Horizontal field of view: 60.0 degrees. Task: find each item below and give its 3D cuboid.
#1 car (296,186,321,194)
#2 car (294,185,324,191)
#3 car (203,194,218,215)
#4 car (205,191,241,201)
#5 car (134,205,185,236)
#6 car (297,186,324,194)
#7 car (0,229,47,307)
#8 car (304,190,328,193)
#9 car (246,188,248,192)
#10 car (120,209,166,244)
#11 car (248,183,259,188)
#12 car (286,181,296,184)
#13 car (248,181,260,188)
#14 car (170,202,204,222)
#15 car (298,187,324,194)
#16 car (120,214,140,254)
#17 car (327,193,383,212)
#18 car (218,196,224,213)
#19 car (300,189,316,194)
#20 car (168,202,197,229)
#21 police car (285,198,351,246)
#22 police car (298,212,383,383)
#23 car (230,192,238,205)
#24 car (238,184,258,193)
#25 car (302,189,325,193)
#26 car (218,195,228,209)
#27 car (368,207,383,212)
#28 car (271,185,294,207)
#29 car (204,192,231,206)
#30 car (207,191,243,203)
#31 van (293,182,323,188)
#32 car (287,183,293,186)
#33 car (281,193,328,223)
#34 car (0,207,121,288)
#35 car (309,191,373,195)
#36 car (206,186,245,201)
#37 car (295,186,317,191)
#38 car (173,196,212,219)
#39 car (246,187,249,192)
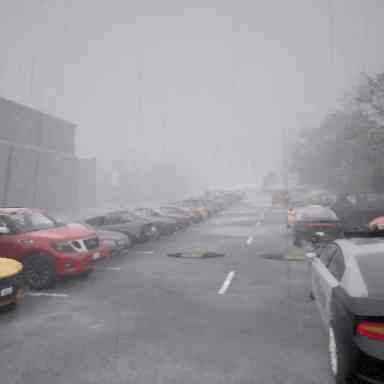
[{"bbox_3d":[17.694,0.389,47.045,4.792,1.488,2.163,-2,2,14],"label":"car"},{"bbox_3d":[19.063,0.116,52.569,4.674,1.452,2.002,-2,2,14],"label":"car"},{"bbox_3d":[-0.468,1.417,28.594,4.553,1.767,2.185,-2,1,14],"label":"car"},{"bbox_3d":[3.608,1.057,44.809,4.892,1.521,2.231,-2,2,14],"label":"car"},{"bbox_3d":[-3.242,1.694,17.802,5.008,1.535,2.097,-2,0,14],"label":"car"},{"bbox_3d":[17.161,0.478,44.301,5.366,1.575,1.946,-2,2,14],"label":"car"},{"bbox_3d":[-5.988,1.730,7.007,5.008,1.535,2.097,-2,0,14],"label":"car"},{"bbox_3d":[14.270,0.886,33.660,5.008,1.535,2.097,-2,1,14],"label":"car"},{"bbox_3d":[6.373,0.564,55.599,4.792,1.488,2.163,-2,2,14],"label":"car"},{"bbox_3d":[-3.951,1.742,15.107,4.792,1.488,2.163,-2,0,14],"label":"car"},{"bbox_3d":[14.745,-0.729,89.949,5.008,1.535,2.097,-2,3,14],"label":"car"},{"bbox_3d":[26.789,-1.149,84.155,4.553,1.767,2.185,-2,3,14],"label":"car"},{"bbox_3d":[15.431,-1.144,92.618,5.566,2.045,2.435,-2,3,14],"label":"car"},{"bbox_3d":[-1.859,1.675,23.207,4.674,1.452,2.002,-2,0,14],"label":"car"},{"bbox_3d":[16.476,0.595,41.593,5.366,1.575,1.946,-2,2,14],"label":"car"},{"bbox_3d":[-4.612,1.761,12.400,4.674,1.452,2.002,-2,0,14],"label":"car"},{"bbox_3d":[11.354,1.145,22.897,5.366,1.575,1.946,-2,1,14],"label":"car"},{"bbox_3d":[0.222,1.513,31.298,4.792,1.488,2.163,-2,1,14],"label":"car"},{"bbox_3d":[15.618,0.737,39.074,4.792,1.488,2.163,-2,2,14],"label":"car"},{"bbox_3d":[-2.556,1.669,20.506,5.008,1.535,2.097,-2,0,14],"label":"car"},{"bbox_3d":[5.395,1.332,14.893,1.930,1.638,5.238,-2,0,14],"label":"police car"},{"bbox_3d":[2.930,1.363,5.204,1.930,1.638,5.238,-2,0,14],"label":"police car"},{"bbox_3d":[2.905,1.193,42.124,4.792,1.488,2.163,-2,1,14],"label":"car"},{"bbox_3d":[14.037,-0.536,87.271,4.792,1.488,2.163,-2,3,14],"label":"car"},{"bbox_3d":[14.955,0.800,36.363,5.008,1.535,2.097,-2,1,14],"label":"car"},{"bbox_3d":[0.850,1.447,34.014,4.792,1.488,2.163,-2,1,14],"label":"car"},{"bbox_3d":[8.093,1.272,9.337,5.008,1.535,2.097,-2,0,14],"label":"car"},{"bbox_3d":[10.805,0.613,40.454,2.150,2.045,5.566,-2,2,15],"label":"car"},{"bbox_3d":[1.527,1.216,36.712,4.553,1.767,2.185,-2,1,14],"label":"car"},{"bbox_3d":[4.976,0.813,50.217,5.008,1.535,2.097,-2,2,14],"label":"car"},{"bbox_3d":[19.580,-0.280,55.178,4.442,1.987,1.878,-3,2,14],"label":"van"},{"bbox_3d":[26.085,-0.860,81.487,5.008,1.535,2.097,-2,3,14],"label":"car"},{"bbox_3d":[6.835,1.199,20.569,2.097,1.767,4.553,-2,0,14],"label":"car"},{"bbox_3d":[-5.278,1.473,9.698,5.566,2.045,2.435,-2,0,14],"label":"car"},{"bbox_3d":[13.553,0.967,30.833,4.892,1.521,2.231,-2,1,14],"label":"car"},{"bbox_3d":[4.314,0.687,47.494,5.566,2.045,2.435,-2,2,14],"label":"car"},{"bbox_3d":[18.382,0.259,49.872,4.674,1.452,2.002,-2,2,14],"label":"car"},{"bbox_3d":[-1.151,1.467,25.900,4.553,1.767,2.185,-2,0,14],"label":"car"},{"bbox_3d":[6.997,0.422,58.309,4.792,1.488,2.163,-2,2,14],"label":"car"}]
